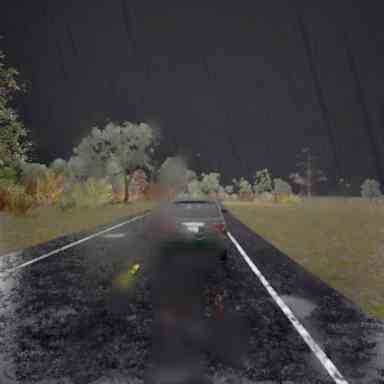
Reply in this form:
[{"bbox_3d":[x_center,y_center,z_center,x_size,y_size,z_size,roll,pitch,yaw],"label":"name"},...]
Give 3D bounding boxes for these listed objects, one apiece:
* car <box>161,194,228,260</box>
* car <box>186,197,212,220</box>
[{"bbox_3d":[0.192,1.213,12.635,2.150,2.045,5.566,0,0,3],"label":"car"},{"bbox_3d":[0.656,1.335,28.578,2.097,1.767,4.553,0,0,3],"label":"car"}]
